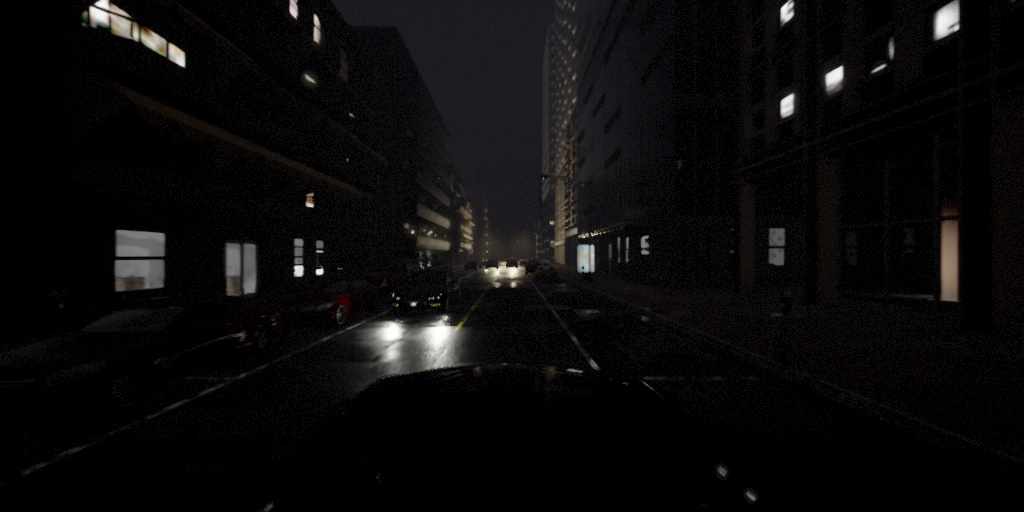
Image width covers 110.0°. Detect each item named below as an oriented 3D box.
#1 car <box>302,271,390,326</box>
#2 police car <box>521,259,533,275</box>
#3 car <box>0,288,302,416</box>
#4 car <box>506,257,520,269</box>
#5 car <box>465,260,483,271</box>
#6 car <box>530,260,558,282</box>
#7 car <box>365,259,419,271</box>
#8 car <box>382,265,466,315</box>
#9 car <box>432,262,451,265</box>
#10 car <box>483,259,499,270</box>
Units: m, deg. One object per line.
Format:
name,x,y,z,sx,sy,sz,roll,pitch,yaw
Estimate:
car,-5.690,1.339,11.639,1.802,1.307,4.207,0,0,0
police car,2.368,1.204,39.503,1.930,1.638,5.238,0,0,0
car,-5.691,1.335,5.991,1.802,1.307,4.207,0,0,0
car,0.003,1.279,59.117,1.882,1.535,5.008,0,0,0
car,-5.688,1.357,51.179,1.948,1.339,4.313,0,0,0
car,2.691,1.295,28.755,1.751,1.417,4.829,0,0,0
car,-5.690,1.076,17.288,2.192,1.841,5.009,0,0,0
car,-3.099,1.263,13.726,1.837,1.490,4.892,0,0,0
car,-5.689,1.210,28.586,1.967,1.591,4.097,0,0,0
car,-3.057,1.274,55.441,1.882,1.535,5.008,0,0,0
